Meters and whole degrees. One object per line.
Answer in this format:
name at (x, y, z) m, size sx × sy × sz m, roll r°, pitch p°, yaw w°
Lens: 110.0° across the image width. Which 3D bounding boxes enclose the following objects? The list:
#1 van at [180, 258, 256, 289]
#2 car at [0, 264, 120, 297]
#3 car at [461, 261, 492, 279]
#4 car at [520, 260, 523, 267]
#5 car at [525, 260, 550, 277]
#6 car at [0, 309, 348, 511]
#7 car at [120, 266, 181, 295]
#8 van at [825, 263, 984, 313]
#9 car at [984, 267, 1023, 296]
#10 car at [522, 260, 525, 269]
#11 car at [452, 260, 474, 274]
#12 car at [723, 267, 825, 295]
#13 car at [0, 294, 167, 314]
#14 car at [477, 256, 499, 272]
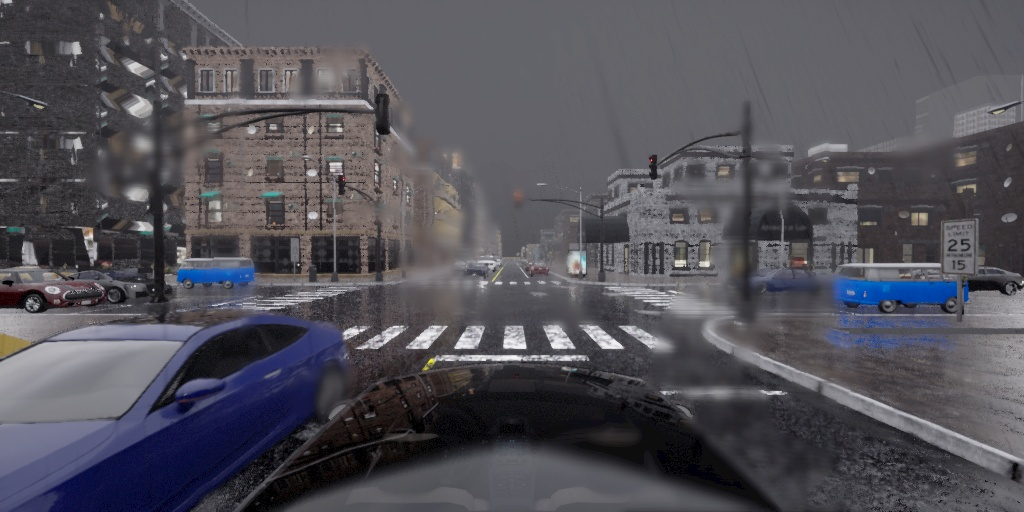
van at (-17.793, 1.030, 21.632) m, size 3.998 × 1.789 × 1.690 m, roll 0°, pitch 0°, yaw -1°
car at (-17.738, 1.190, 13.251) m, size 4.097 × 1.591 × 1.967 m, roll 0°, pitch 0°, yaw -1°
car at (-3.145, 1.355, 32.813) m, size 1.895 × 1.301 × 4.718 m, roll 0°, pitch 0°, yaw 0°
car at (2.618, 1.320, 52.312) m, size 2.007 × 1.370 × 4.403 m, roll 0°, pitch 0°, yaw 0°
car at (2.643, 1.195, 35.222) m, size 1.967 × 1.591 × 4.097 m, roll 0°, pitch 0°, yaw 0°
car at (-3.102, 1.275, 3.081) m, size 1.812 × 1.442 × 4.674 m, roll 0°, pitch 0°, yaw 0°
car at (-17.753, 1.295, 15.835) m, size 4.181 × 1.385 × 1.994 m, roll 0°, pitch 0°, yaw -1°
van at (14.639, 1.156, 13.538) m, size 3.998 × 1.789 × 1.690 m, roll 0°, pitch 0°, yaw -1°
car at (24.410, 1.290, 19.408) m, size 4.902 × 1.511 × 2.128 m, roll 0°, pitch 0°, yaw 0°
car at (2.626, 1.347, 46.615) m, size 1.802 × 1.307 × 4.207 m, roll 0°, pitch 0°, yaw 0°
car at (-5.746, 1.310, 40.894) m, size 2.007 × 1.370 × 4.403 m, roll 0°, pitch 0°, yaw 0°
car at (14.485, 1.320, 19.324) m, size 5.357 × 1.411 × 2.033 m, roll 0°, pitch 0°, yaw -1°
car at (-5.692, 1.275, 2.573) m, size 1.751 × 1.417 × 4.829 m, roll 0°, pitch 0°, yaw 0°
car at (-3.162, 0.987, 45.617) m, size 2.150 × 2.045 × 5.566 m, roll 0°, pitch 0°, yaw 0°
